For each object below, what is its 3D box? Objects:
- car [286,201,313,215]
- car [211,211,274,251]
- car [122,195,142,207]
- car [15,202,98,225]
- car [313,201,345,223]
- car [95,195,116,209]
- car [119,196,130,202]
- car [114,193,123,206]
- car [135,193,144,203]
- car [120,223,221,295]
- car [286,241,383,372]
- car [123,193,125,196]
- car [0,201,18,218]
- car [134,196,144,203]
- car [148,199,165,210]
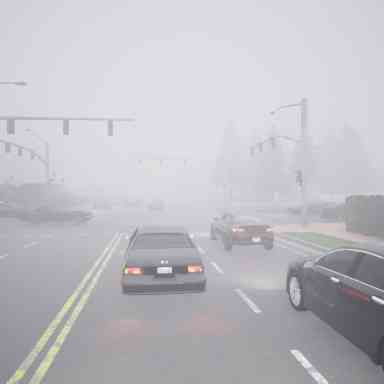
[{"bbox_3d":[12.072,1.547,32.487,5.357,1.411,2.033,0,0,-5],"label":"car"},{"bbox_3d":[2.010,1.526,14.137,1.812,1.442,4.674,0,0,-7],"label":"car"},{"bbox_3d":[-9.016,1.526,50.276,1.812,1.442,4.674,0,0,-6],"label":"car"},{"bbox_3d":[-9.426,1.601,23.465,4.718,1.301,1.895,0,0,-5],"label":"car"},{"bbox_3d":[12.249,1.477,25.275,5.008,1.535,1.882,0,0,-5],"label":"car"},{"bbox_3d":[-12.033,1.491,44.885,2.128,1.511,4.902,0,0,-4],"label":"car"},{"bbox_3d":[-15.038,1.540,74.121,2.033,1.411,5.357,0,0,-6],"label":"car"},{"bbox_3d":[-12.939,1.352,54.044,2.097,1.767,4.553,0,0,-6],"label":"car"},{"bbox_3d":[-9.990,1.478,59.450,1.882,1.535,5.008,0,0,-6],"label":"car"},{"bbox_3d":[-0.834,1.547,8.876,2.033,1.411,5.357,0,0,-7],"label":"car"},{"bbox_3d":[2.983,1.505,4.942,1.837,1.490,4.892,0,0,-5],"label":"car"},{"bbox_3d":[-13.937,1.222,63.637,2.150,2.045,5.566,0,0,-6],"label":"car"},{"bbox_3d":[-14.687,1.492,26.538,4.902,1.511,2.128,0,0,-5],"label":"car"},{"bbox_3d":[-11.024,1.524,69.598,1.812,1.442,4.674,0,0,-6],"label":"car"},{"bbox_3d":[-4.530,1.564,42.160,1.994,1.385,4.181,0,0,-3],"label":"car"}]
